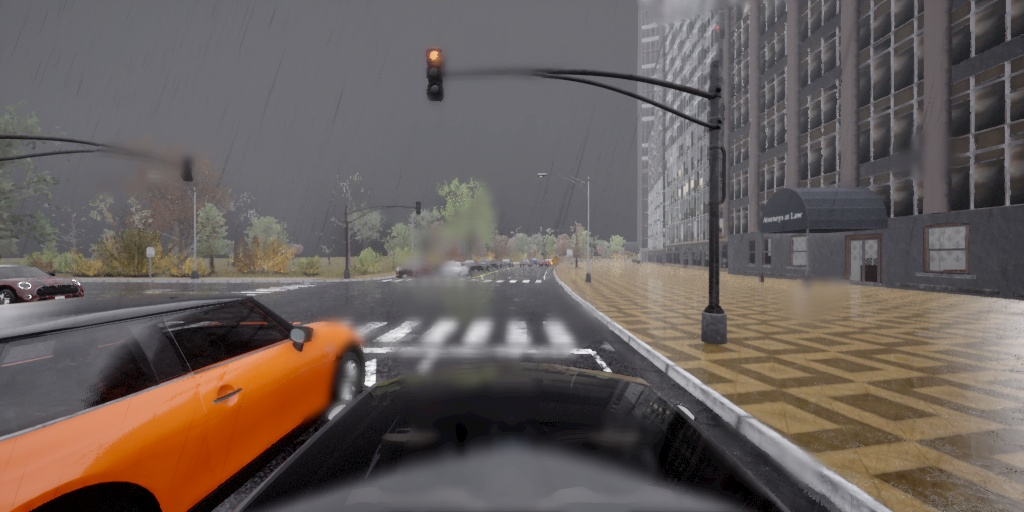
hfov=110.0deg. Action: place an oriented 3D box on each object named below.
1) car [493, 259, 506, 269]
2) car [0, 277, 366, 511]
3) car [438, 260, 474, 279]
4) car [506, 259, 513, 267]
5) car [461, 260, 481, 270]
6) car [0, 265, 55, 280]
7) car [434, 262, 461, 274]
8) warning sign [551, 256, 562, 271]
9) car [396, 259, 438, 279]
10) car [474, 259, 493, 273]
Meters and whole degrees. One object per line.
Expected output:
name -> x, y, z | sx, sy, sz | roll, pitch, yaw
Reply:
car -> -2.601, 1.352, 54.633 | 1.895, 1.301, 4.718 | 0, 0, 9
car -> -3.102, 1.102, 3.209 | 2.097, 1.767, 4.553 | 0, 0, 0
car -> -5.139, 1.273, 33.036 | 1.812, 1.442, 4.674 | 0, 0, 5
car -> -0.955, 1.280, 64.640 | 1.812, 1.442, 4.674 | 0, 0, 10
car -> -6.042, 1.274, 53.456 | 1.812, 1.442, 4.674 | 0, 0, 8
car -> -20.962, 1.159, 14.990 | 4.553, 1.767, 2.097 | 0, 0, 4
car -> -7.496, 1.348, 42.116 | 1.895, 1.301, 4.718 | 0, 0, 7
warning sign -> 5.473, 0.868, 44.136 | 1.300, 1.860, 1.060 | 0, 0, 7
car -> -8.515, 1.098, 31.731 | 2.097, 1.767, 4.553 | 0, 0, 5
car -> -3.971, 1.350, 44.349 | 1.895, 1.301, 4.718 | 0, 0, 7
